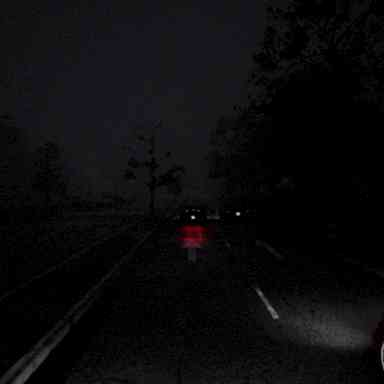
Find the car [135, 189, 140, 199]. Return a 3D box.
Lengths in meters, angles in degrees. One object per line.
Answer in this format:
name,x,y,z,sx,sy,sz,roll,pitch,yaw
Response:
car,-13.933,0.761,70.462,4.553,1.767,2.185,-1,1,-20

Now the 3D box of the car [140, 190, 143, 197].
car,-13.905,0.864,73.475,4.674,1.452,2.002,-1,1,-20

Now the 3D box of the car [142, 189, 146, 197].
car,-13.896,0.759,76.474,5.008,1.535,2.097,-1,2,-20

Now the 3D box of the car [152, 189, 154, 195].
car,-13.735,0.489,88.543,5.366,1.575,1.946,-1,1,-20

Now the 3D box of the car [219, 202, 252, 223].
car,3.073,1.419,24.213,1.994,1.385,4.181,0,1,0

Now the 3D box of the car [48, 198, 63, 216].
car,-13.856,1.362,28.450,4.792,1.488,2.163,-1,0,-20

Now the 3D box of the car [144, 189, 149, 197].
car,-13.880,0.654,82.490,4.792,1.488,2.163,-1,1,-20

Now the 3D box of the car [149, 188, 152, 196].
car,-13.887,0.309,85.487,5.566,2.045,2.435,-1,1,-20

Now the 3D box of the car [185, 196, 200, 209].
car,0.055,1.287,40.893,1.812,1.442,4.674,0,0,0

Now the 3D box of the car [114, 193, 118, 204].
car,-13.896,1.230,49.452,4.674,1.452,2.002,-1,0,-20

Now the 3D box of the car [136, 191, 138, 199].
car,-13.902,0.988,67.477,4.674,1.452,2.002,-1,1,-20

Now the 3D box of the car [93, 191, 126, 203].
car,-13.870,0.913,52.469,5.566,2.045,2.435,-1,0,-20

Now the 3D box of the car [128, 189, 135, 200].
car,-13.925,0.796,61.449,5.566,2.045,2.435,-1,1,-20

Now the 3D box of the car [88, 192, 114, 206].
car,-14.061,1.215,46.379,5.366,1.575,1.946,-1,1,-20

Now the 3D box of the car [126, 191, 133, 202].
car,-13.723,1.084,58.525,5.366,1.575,1.946,-1,0,-20

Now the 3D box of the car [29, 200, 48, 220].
car,-13.875,1.392,25.432,4.674,1.452,2.002,-1,1,-20

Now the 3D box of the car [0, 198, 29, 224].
car,-13.851,1.245,22.458,4.553,1.767,2.185,-1,1,-20

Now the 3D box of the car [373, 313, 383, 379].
car,3.096,1.520,2.065,1.812,1.442,4.674,0,0,0

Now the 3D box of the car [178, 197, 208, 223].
car,0.074,1.368,24.006,1.837,1.490,4.892,0,1,0

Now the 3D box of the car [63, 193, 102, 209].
car,-13.861,1.286,40.456,4.792,1.488,2.163,-1,0,-20
